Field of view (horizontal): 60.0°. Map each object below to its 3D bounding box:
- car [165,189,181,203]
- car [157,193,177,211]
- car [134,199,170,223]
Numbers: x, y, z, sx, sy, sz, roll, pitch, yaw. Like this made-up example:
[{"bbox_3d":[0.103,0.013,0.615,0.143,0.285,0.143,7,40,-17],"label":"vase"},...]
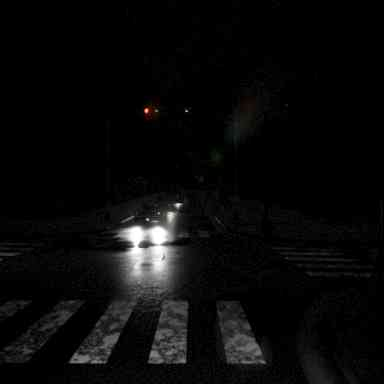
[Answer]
[{"bbox_3d":[-2.860,0.580,50.398,2.150,2.045,5.566,0,1,0],"label":"car"},{"bbox_3d":[-2.874,1.154,34.592,1.837,1.490,4.892,0,1,0],"label":"car"},{"bbox_3d":[-2.869,1.424,23.681,1.895,1.301,4.718,0,1,0],"label":"car"}]
